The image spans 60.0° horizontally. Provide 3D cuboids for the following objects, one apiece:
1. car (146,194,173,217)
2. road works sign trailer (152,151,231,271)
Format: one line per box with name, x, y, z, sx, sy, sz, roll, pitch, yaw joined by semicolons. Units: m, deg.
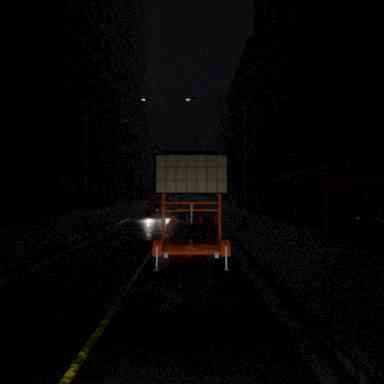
car;-3.046;1.240;31.828;2.150;2.045;5.566;0;0;0
road works sign trailer;-0.014;0.468;10.914;2.380;3.560;2.880;0;0;0
